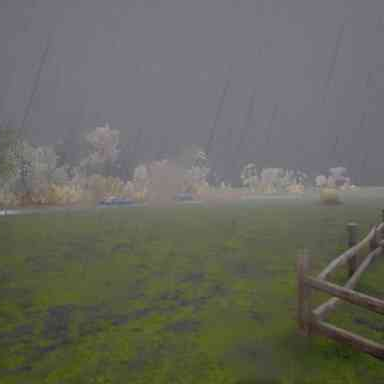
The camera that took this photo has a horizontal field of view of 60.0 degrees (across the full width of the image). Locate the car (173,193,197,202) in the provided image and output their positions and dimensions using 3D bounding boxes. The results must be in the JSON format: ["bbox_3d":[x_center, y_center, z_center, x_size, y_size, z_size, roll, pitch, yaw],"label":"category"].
[{"bbox_3d":[-1.240,0.888,60.816,2.033,1.411,5.357,0,1,36],"label":"car"}]

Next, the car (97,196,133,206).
[{"bbox_3d":[-10.979,1.239,47.618,2.033,1.411,5.357,0,1,36],"label":"car"}]
